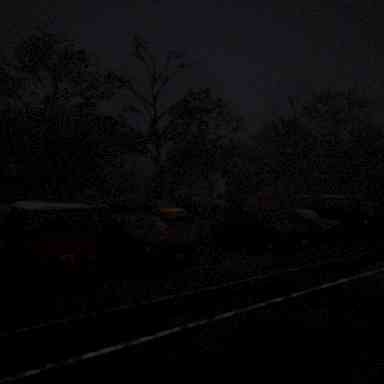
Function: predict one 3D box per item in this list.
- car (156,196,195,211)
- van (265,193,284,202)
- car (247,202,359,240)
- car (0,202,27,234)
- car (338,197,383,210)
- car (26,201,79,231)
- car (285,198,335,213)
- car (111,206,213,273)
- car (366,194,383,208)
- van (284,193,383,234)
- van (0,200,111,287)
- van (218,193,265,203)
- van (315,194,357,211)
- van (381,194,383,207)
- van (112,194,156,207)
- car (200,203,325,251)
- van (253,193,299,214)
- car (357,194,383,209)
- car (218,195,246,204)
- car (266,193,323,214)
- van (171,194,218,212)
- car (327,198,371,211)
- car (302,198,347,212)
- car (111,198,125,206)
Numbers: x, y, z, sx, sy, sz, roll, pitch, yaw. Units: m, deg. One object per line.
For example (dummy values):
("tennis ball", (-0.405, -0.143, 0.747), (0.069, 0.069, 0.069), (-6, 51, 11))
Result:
("car", (-2.344, 1.382, 26.408), (1.946, 1.575, 5.366), (-1, 0, -35))
("van", (6.492, 1.136, 33.069), (1.878, 1.987, 4.442), (1, 0, -35))
("car", (4.996, 1.426, 15.807), (2.002, 1.452, 4.674), (-1, 0, -35))
("car", (-11.577, 1.472, 20.053), (2.097, 1.535, 5.008), (-1, 0, -35))
("car", (22.356, 1.523, 44.216), (2.097, 1.535, 5.008), (1, 0, -35))
("car", (-9.218, 1.450, 21.733), (2.097, 1.535, 5.008), (-1, 0, -35))
("car", (13.330, 1.431, 37.789), (2.097, 1.535, 5.008), (1, 0, -35))
("car", (-1.790, 1.451, 10.979), (2.097, 1.535, 5.008), (-1, 0, -35))
("car", (29.141, 1.341, 49.020), (2.435, 2.045, 5.566), (1, 0, -35))
("van", (7.325, 1.139, 17.319), (1.878, 1.987, 4.442), (-1, 0, -35))
("van", (-4.117, 1.246, 9.458), (1.878, 1.987, 4.442), (-1, 0, -35))
("van", (4.262, 1.112, 31.195), (1.878, 1.987, 4.442), (0, 0, -35))
("van", (17.672, 1.250, 41.030), (1.878, 1.987, 4.442), (1, 0, -35))
("van", (31.448, 1.390, 50.554), (1.878, 1.987, 4.442), (1, 0, -35))
("van", (-4.778, 1.181, 25.045), (1.878, 1.987, 4.442), (-1, 0, -35))
("car", (2.753, 1.437, 14.170), (2.163, 1.488, 4.792), (-1, 0, -35))
("van", (8.646, 1.158, 34.603), (1.878, 1.987, 4.442), (1, 0, -35))
("car", (26.885, 1.318, 47.413), (2.435, 2.045, 5.566), (1, 0, -35))
("car", (2.057, 1.342, 29.775), (2.097, 1.535, 5.008), (-1, 0, -35))
("car", (10.987, 1.156, 36.092), (2.435, 2.045, 5.566), (1, 0, -35))
("van", (-0.130, 1.138, 28.067), (1.878, 1.987, 4.442), (-1, 0, -35))
("car", (19.993, 1.539, 42.543), (2.002, 1.452, 4.674), (1, 0, -35))
("car", (15.585, 1.494, 39.398), (2.002, 1.452, 4.674), (1, 0, -35))
("car", (-6.961, 1.429, 23.339), (2.231, 1.521, 4.892), (-1, 0, -35))
